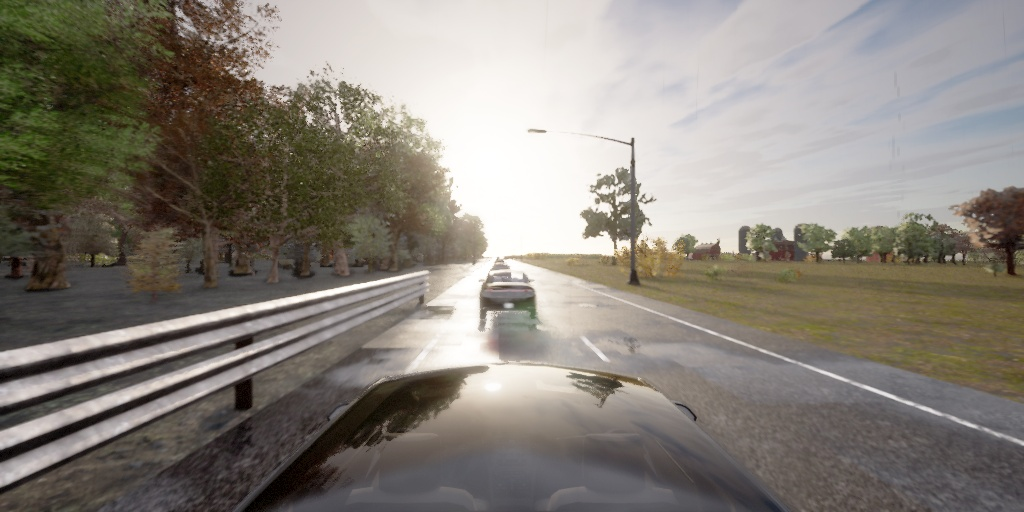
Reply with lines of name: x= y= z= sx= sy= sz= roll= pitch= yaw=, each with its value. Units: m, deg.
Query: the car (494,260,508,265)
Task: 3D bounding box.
car: x=-0.992 y=1.325 z=33.556 sx=1.994 sy=1.385 sz=4.181 roll=0 pitch=0 yaw=-2

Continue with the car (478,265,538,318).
car: x=-0.185 y=1.253 z=12.944 sx=2.128 sy=1.511 sz=4.902 roll=0 pitch=0 yaw=-2

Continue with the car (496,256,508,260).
car: x=-2.184 y=1.261 z=63.902 sx=1.837 sy=1.490 sz=4.892 roll=0 pitch=0 yaw=-2
